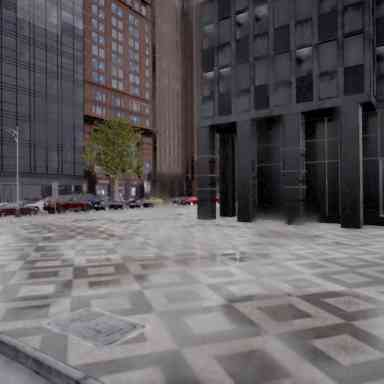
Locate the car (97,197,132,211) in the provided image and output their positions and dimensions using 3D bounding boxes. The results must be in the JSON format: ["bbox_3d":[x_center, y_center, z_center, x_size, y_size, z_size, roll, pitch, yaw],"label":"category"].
[{"bbox_3d":[-9.604,1.524,39.095,1.947,1.339,4.313,-1,0,35],"label":"car"}]

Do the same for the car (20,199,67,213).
[{"bbox_3d":[-17.051,1.566,38.465,1.812,1.442,4.674,-1,0,34],"label":"car"}]

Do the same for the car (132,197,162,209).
[{"bbox_3d":[-6.400,1.508,43.734,1.947,1.339,4.313,-1,0,35],"label":"car"}]

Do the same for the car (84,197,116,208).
[{"bbox_3d":[-13.413,1.484,48.583,1.967,1.590,4.097,-1,0,35],"label":"car"}]

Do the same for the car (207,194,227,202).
[{"bbox_3d":[5.816,1.296,76.426,2.192,1.841,5.009,-1,0,35],"label":"car"}]

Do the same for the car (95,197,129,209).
[{"bbox_3d":[-11.196,1.537,46.932,1.812,1.442,4.674,-1,0,35],"label":"car"}]

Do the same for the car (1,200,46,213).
[{"bbox_3d":[-19.821,1.641,39.303,1.947,1.339,4.313,-1,0,35],"label":"car"}]

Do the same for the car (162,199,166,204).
[{"bbox_3d":[-7.099,1.544,57.723,1.752,1.417,4.829,-1,0,35],"label":"car"}]

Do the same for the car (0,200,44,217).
[{"bbox_3d":[-16.013,1.576,29.816,1.802,1.307,4.206,-1,0,35],"label":"car"}]

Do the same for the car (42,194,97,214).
[{"bbox_3d":[-12.811,1.290,34.457,2.192,1.841,5.009,-1,0,35],"label":"car"}]

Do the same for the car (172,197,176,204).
[{"bbox_3d":[-0.495,1.490,56.804,2.033,1.411,5.357,-1,0,35],"label":"car"}]

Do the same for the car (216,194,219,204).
[{"bbox_3d":[3.211,1.222,57.655,2.192,1.841,5.009,-1,0,35],"label":"car"}]

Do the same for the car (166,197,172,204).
[{"bbox_3d":[-3.796,1.574,62.504,1.947,1.339,4.313,-1,0,35],"label":"car"}]

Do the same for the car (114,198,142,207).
[{"bbox_3d":[-10.206,1.612,53.223,1.802,1.307,4.206,-1,0,35],"label":"car"}]

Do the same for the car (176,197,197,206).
[{"bbox_3d":[0.008,1.462,53.014,1.887,1.381,4.507,-1,0,35],"label":"car"}]
